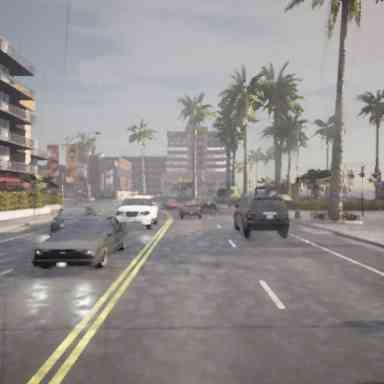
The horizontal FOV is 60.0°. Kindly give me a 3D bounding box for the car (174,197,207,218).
[{"bbox_3d":[-0.218,1.523,29.983,2.128,1.511,4.902,0,0,-5],"label":"car"}]

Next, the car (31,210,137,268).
[{"bbox_3d":[-3.489,1.560,11.566,2.033,1.411,5.357,0,0,0],"label":"car"}]

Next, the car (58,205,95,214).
[{"bbox_3d":[-6.985,1.552,20.382,1.812,1.442,4.674,0,0,0],"label":"car"}]

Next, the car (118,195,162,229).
[{"bbox_3d":[-3.483,1.246,21.936,2.150,2.045,5.566,0,0,0],"label":"car"}]

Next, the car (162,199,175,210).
[{"bbox_3d":[-2.957,1.614,44.851,1.994,1.385,4.181,0,0,-15],"label":"car"}]

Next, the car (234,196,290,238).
[{"bbox_3d":[3.616,1.241,18.067,2.150,2.045,5.566,0,0,0],"label":"car"}]

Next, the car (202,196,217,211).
[{"bbox_3d":[1.563,1.397,41.081,2.097,1.767,4.553,0,0,-12],"label":"car"}]
